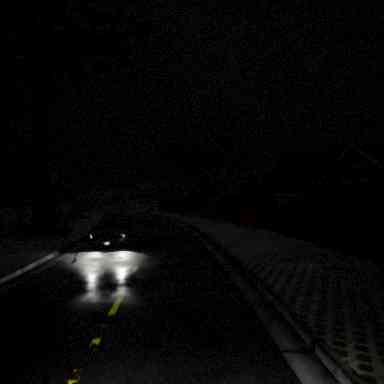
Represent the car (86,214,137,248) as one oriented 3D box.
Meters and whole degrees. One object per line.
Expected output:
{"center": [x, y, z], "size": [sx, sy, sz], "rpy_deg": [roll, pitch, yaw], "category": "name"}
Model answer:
{"center": [-3.751, 1.801, 16.437], "size": [2.033, 1.411, 5.357], "rpy_deg": [0, -1, -5], "category": "car"}
